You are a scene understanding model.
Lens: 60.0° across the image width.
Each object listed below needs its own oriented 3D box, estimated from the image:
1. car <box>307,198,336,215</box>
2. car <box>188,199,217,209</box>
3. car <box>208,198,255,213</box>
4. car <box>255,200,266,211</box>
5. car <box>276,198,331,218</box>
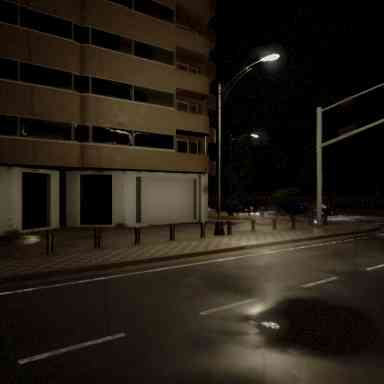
[{"bbox_3d":[12.192,1.407,33.819,2.097,1.767,4.553,0,0,-36],"label":"car"},{"bbox_3d":[1.472,1.656,48.691,1.895,1.301,4.718,0,0,-36],"label":"car"},{"bbox_3d":[4.388,1.603,38.653,2.033,1.411,5.357,0,0,-36],"label":"car"},{"bbox_3d":[6.946,1.560,41.091,1.837,1.490,4.892,0,0,-36],"label":"car"},{"bbox_3d":[10.013,1.581,30.886,1.812,1.442,4.674,0,0,-37],"label":"car"}]
